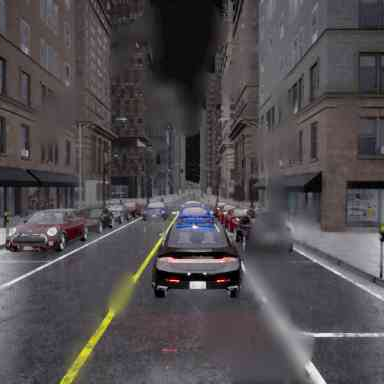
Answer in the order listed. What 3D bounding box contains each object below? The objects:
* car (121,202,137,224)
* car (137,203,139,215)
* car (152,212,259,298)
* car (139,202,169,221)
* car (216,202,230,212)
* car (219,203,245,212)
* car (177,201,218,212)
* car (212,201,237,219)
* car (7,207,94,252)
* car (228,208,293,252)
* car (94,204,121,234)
[{"bbox_3d":[-5.693,1.550,24.618,2.008,1.369,4.403,-1,0,0],"label":"car"},{"bbox_3d":[-5.675,1.544,30.124,1.887,1.381,4.507,-1,0,0],"label":"car"},{"bbox_3d":[0.126,1.490,8.513,2.128,1.511,4.902,0,0,0],"label":"car"},{"bbox_3d":[-2.911,1.533,27.655,1.812,1.442,4.674,0,0,0],"label":"car"},{"bbox_3d":[2.832,1.544,24.590,1.887,1.381,4.507,-1,0,0],"label":"car"},{"bbox_3d":[2.814,1.543,19.084,1.887,1.381,4.507,-1,0,0],"label":"car"},{"bbox_3d":[0.159,1.476,18.018,1.882,1.535,5.008,0,0,0],"label":"car"},{"bbox_3d":[2.850,1.544,30.095,1.887,1.381,4.507,-1,0,0],"label":"car"},{"bbox_3d":[-5.731,1.439,13.608,1.967,1.590,4.097,-1,0,0],"label":"car"},{"bbox_3d":[2.796,1.564,13.580,1.947,1.339,4.313,-1,0,0],"label":"car"},{"bbox_3d":[-5.711,1.565,19.113,1.947,1.339,4.313,-1,0,0],"label":"car"}]
